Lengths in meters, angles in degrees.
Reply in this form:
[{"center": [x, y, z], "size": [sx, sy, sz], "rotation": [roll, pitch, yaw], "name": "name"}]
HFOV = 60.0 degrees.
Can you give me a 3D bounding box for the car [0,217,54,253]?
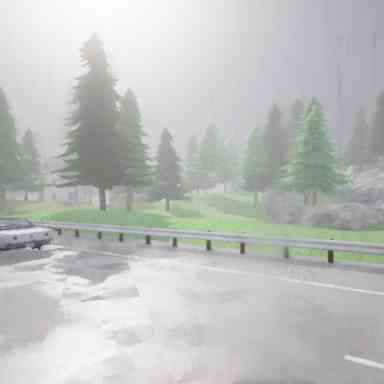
[{"center": [-7.751, 1.649, 13.228], "size": [4.718, 1.301, 1.895], "rotation": [0, 0, 32], "name": "car"}]
